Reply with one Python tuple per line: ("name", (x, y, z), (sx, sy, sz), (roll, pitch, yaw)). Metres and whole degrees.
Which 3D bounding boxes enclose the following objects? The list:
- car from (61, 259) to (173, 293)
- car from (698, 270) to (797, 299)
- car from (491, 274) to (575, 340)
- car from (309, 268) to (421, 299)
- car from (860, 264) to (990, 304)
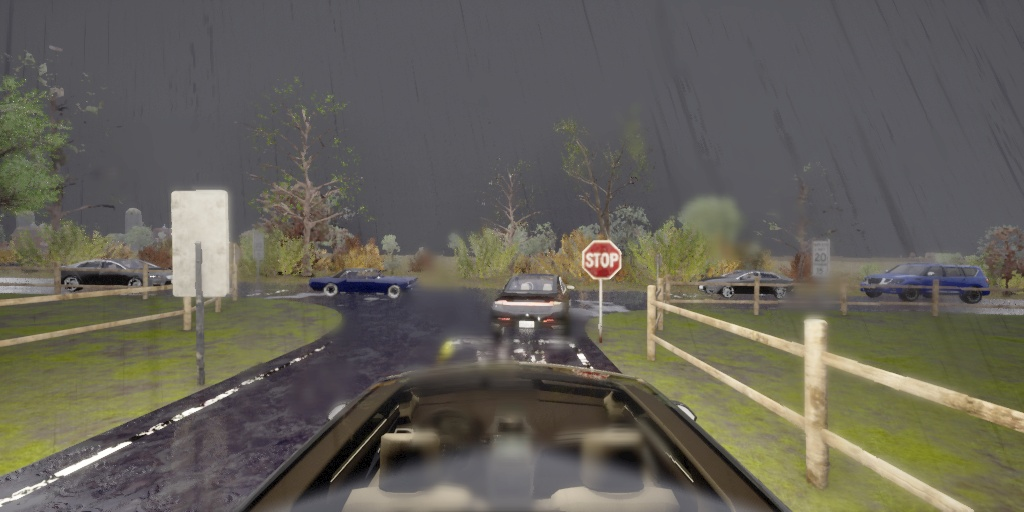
("car", (-18.490, 0.885, 17.075), (4.902, 1.511, 2.128), (1, 1, 0))
("car", (13.003, 1.525, 19.988), (4.902, 1.511, 2.128), (1, 1, 0))
("car", (0.706, 1.240, 10.029), (2.128, 1.511, 4.902), (0, 0, 9))
("car", (-6.823, 1.248, 17.059), (4.718, 1.301, 1.895), (1, 1, 0))
("car", (22.899, 1.466, 19.977), (5.566, 2.045, 2.150), (1, 1, 0))
